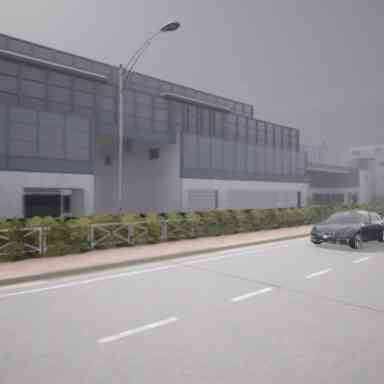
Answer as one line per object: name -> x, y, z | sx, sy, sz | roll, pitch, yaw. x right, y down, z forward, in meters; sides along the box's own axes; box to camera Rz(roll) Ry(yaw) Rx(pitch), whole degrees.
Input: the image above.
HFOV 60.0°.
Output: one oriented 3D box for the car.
car -> 7.206, 1.608, 15.021 | 4.892, 1.490, 1.837 | 1, -1, -41
